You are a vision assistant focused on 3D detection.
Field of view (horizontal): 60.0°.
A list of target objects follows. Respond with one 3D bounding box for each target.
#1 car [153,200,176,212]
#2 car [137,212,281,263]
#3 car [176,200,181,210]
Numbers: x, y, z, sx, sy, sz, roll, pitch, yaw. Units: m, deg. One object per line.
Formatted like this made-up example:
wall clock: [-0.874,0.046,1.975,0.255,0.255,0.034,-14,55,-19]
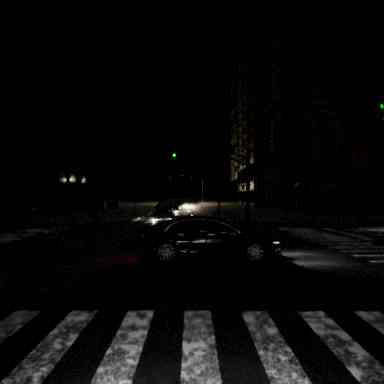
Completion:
car: [-3.054,1.845,36.034,1.882,1.535,5.008,0,-1,0]
car: [0.571,1.593,11.559,4.892,1.490,1.837,0,-1,0]
car: [-3.047,2.067,51.403,1.812,1.442,4.674,0,0,0]
